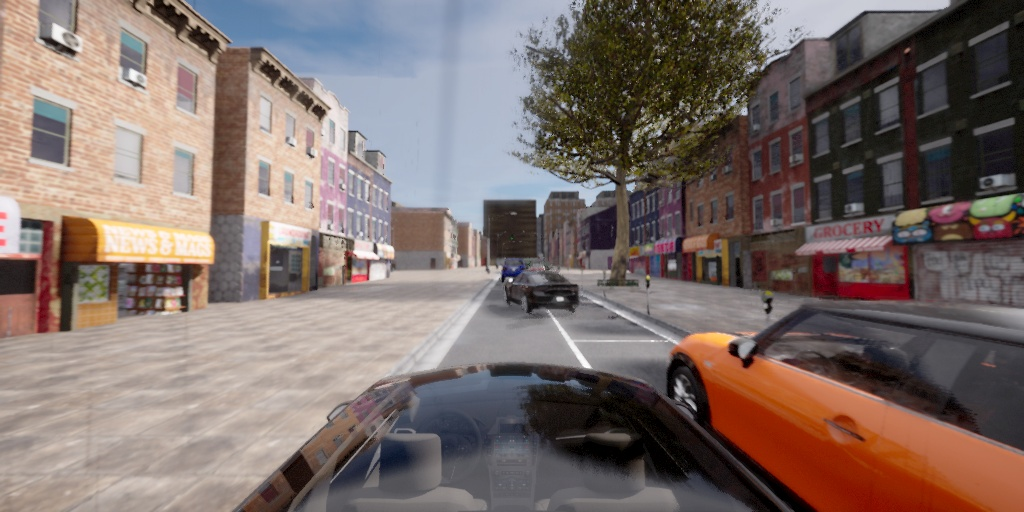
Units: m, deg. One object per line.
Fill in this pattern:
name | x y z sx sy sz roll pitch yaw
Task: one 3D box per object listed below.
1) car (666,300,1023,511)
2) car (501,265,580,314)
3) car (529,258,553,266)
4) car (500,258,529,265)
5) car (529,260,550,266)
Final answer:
car | 2.987 1.111 2.701 2.097 1.767 4.553 0 0 0
car | 1.028 1.330 14.575 1.882 1.535 5.008 0 0 -14
car | 3.375 1.362 50.074 5.566 2.045 2.150 1 -3 -40
car | 0.142 1.243 32.498 2.150 2.045 5.566 0 0 0
car | 2.709 1.532 39.502 1.967 1.591 4.097 0 0 0
